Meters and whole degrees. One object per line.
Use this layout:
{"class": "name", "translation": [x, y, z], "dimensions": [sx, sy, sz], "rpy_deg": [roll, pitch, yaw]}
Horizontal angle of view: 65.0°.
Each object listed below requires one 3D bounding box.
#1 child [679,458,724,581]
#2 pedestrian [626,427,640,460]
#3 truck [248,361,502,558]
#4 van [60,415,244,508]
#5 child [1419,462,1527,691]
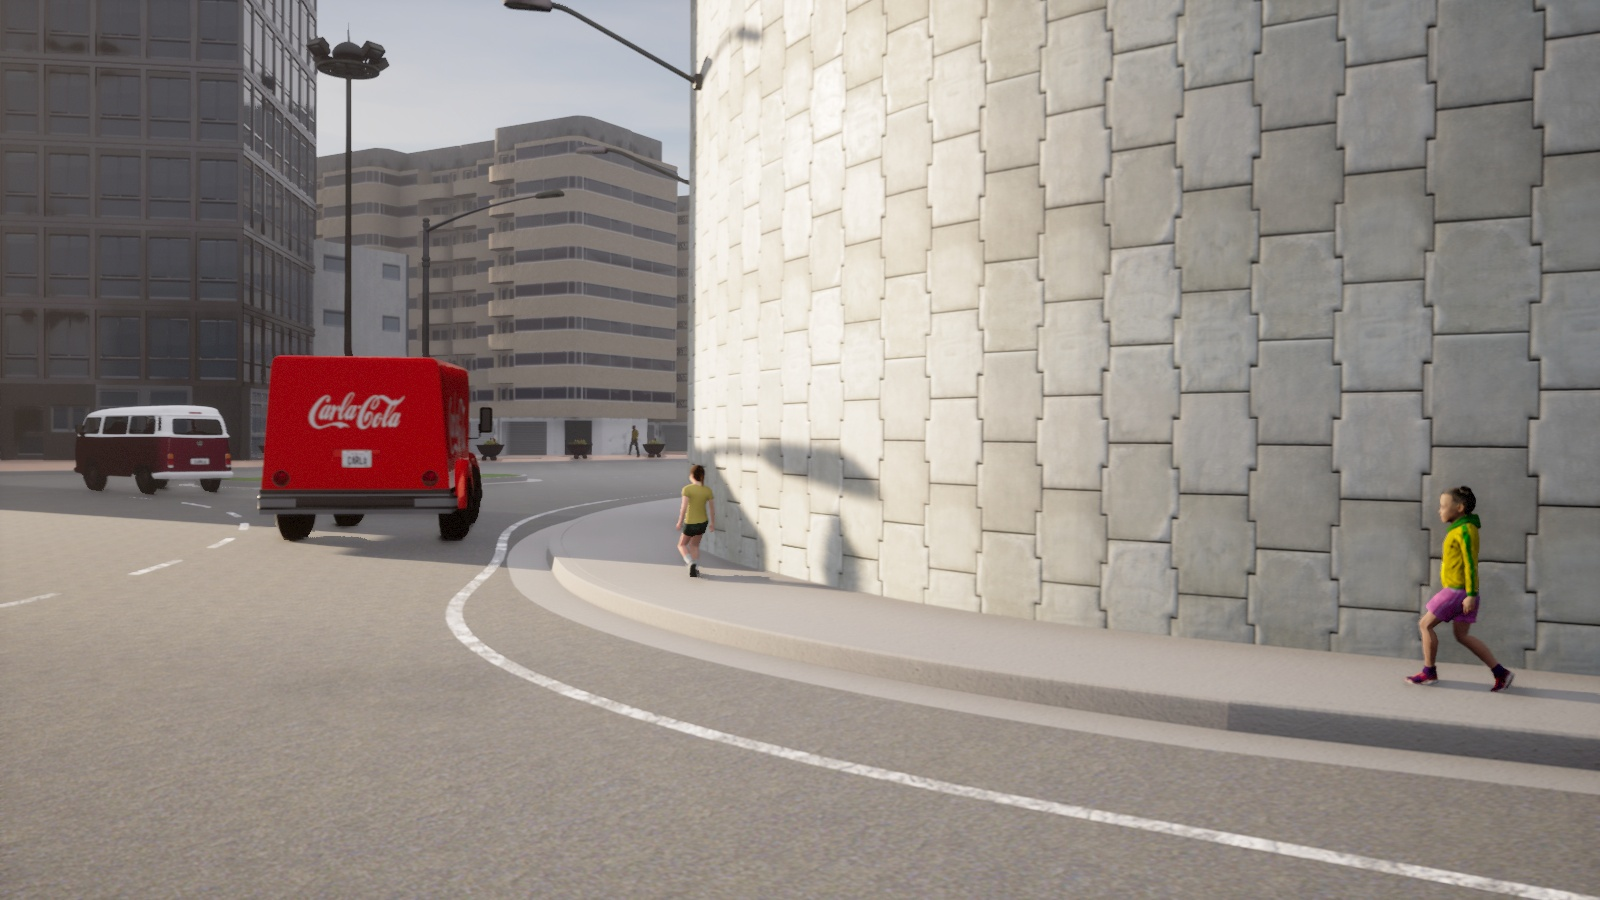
{"class": "child", "translation": [-0.913, 0.632, 11.593], "dimensions": [0.255, 1.110, 0.394], "rpy_deg": [-1, 1, -31]}
{"class": "pedestrian", "translation": [-9.237, -0.358, 69.566], "dimensions": [0.370, 1.835, 0.726], "rpy_deg": [0, 1, 34]}
{"class": "truck", "translation": [-6.018, 0.078, 18.597], "dimensions": [2.627, 2.467, 5.204], "rpy_deg": [-1, 1, -8]}
{"class": "van", "translation": [-15.482, 0.248, 29.923], "dimensions": [4.480, 2.038, 2.069], "rpy_deg": [0, 1, 36]}
{"class": "child", "translation": [3.567, 0.646, 6.656], "dimensions": [0.473, 1.160, 0.299], "rpy_deg": [0, 1, 35]}
